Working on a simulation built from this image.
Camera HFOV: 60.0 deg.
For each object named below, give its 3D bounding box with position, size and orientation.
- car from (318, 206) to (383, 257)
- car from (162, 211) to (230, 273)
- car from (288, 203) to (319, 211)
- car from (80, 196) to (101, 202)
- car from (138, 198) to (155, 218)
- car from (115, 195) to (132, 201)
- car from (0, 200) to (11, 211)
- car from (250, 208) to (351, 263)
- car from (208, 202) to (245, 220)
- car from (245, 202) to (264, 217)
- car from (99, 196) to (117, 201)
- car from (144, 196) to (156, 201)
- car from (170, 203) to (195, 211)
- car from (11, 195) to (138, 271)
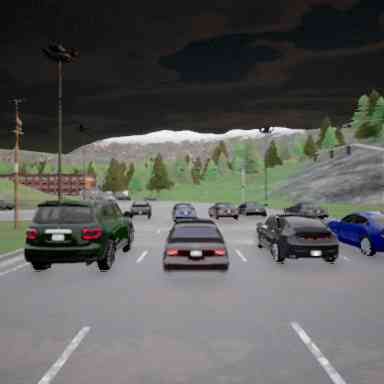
[{"bbox_3d":[7.042,1.505,13.173,1.882,1.535,5.008,0,0,-1],"label":"car"},{"bbox_3d":[0.089,1.570,10.722,2.033,1.411,5.357,0,0,0],"label":"car"},{"bbox_3d":[9.658,1.606,28.602,2.033,1.411,5.357,0,0,-6],"label":"car"},{"bbox_3d":[-26.154,1.716,85.737,5.357,1.411,2.033,0,0,32],"label":"car"},{"bbox_3d":[-4.699,1.554,30.658,2.128,1.511,4.902,0,0,-7],"label":"car"},{"bbox_3d":[-18.206,1.682,88.523,4.892,1.490,1.837,0,0,39],"label":"car"},{"bbox_3d":[-24.795,1.633,41.670,5.357,1.411,2.033,0,0,-1],"label":"car"},{"bbox_3d":[3.563,1.530,12.043,1.837,1.490,4.892,0,0,-1],"label":"car"},{"bbox_3d":[2.619,1.606,28.619,2.033,1.411,5.357,0,0,-6],"label":"car"},{"bbox_3d":[5.656,1.630,32.252,1.994,1.385,4.181,0,0,-8],"label":"car"},{"bbox_3d":[-21.978,1.703,87.050,4.674,1.442,1.812,0,0,35],"label":"car"},{"bbox_3d":[-11.187,1.731,86.697,1.994,1.385,4.181,0,0,-44],"label":"car"},{"bbox_3d":[-0.726,1.603,26.998,2.033,1.411,5.357,0,0,-6],"label":"car"},{"bbox_3d":[-3.421,1.246,11.137,2.150,2.045,5.566,0,0,0],"label":"car"}]
